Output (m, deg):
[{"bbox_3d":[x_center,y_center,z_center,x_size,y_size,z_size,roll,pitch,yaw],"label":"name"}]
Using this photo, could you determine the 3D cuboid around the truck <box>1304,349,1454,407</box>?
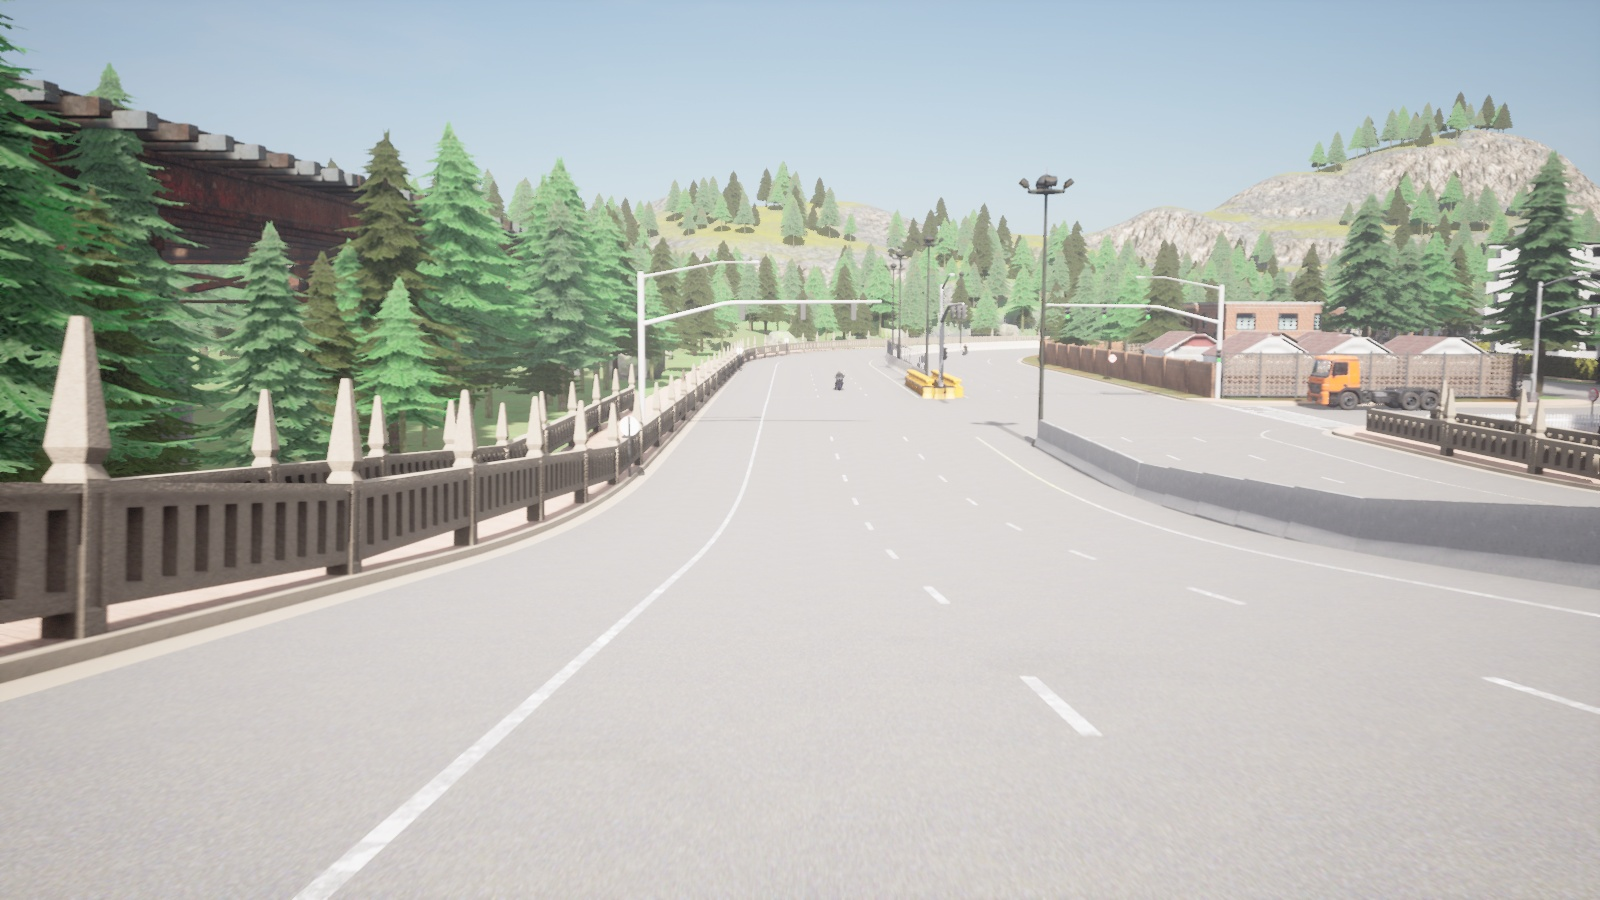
[{"bbox_3d":[36.323,-4.567,78.982,7.936,3.462,2.891,0,6,1],"label":"truck"}]
